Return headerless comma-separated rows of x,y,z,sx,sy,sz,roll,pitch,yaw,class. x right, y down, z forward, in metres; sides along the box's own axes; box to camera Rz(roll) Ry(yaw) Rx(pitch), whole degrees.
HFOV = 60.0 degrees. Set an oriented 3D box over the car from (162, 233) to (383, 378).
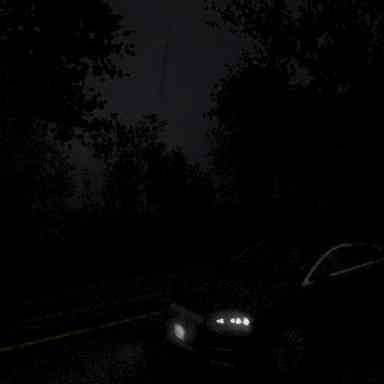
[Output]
1.846,1.500,5.614,4.902,1.511,2.128,0,0,-35,car
